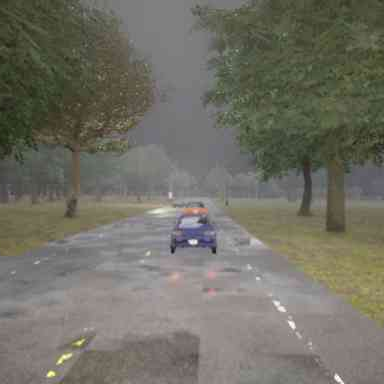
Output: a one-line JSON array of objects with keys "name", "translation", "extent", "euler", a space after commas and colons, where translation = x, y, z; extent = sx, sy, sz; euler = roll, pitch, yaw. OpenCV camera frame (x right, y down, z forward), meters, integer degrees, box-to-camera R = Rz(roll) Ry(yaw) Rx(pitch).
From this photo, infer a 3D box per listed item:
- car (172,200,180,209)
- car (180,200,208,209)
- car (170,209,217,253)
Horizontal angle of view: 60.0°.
[{"name": "car", "translation": [-2.279, 2.080, 57.093], "extent": [1.882, 1.535, 5.008], "euler": [0, -1, 3]}, {"name": "car", "translation": [0.332, 1.643, 29.052], "extent": [2.097, 1.767, 4.553], "euler": [0, -1, 1]}, {"name": "car", "translation": [0.083, 1.668, 14.381], "extent": [1.812, 1.442, 4.674], "euler": [0, 0, 1]}]
